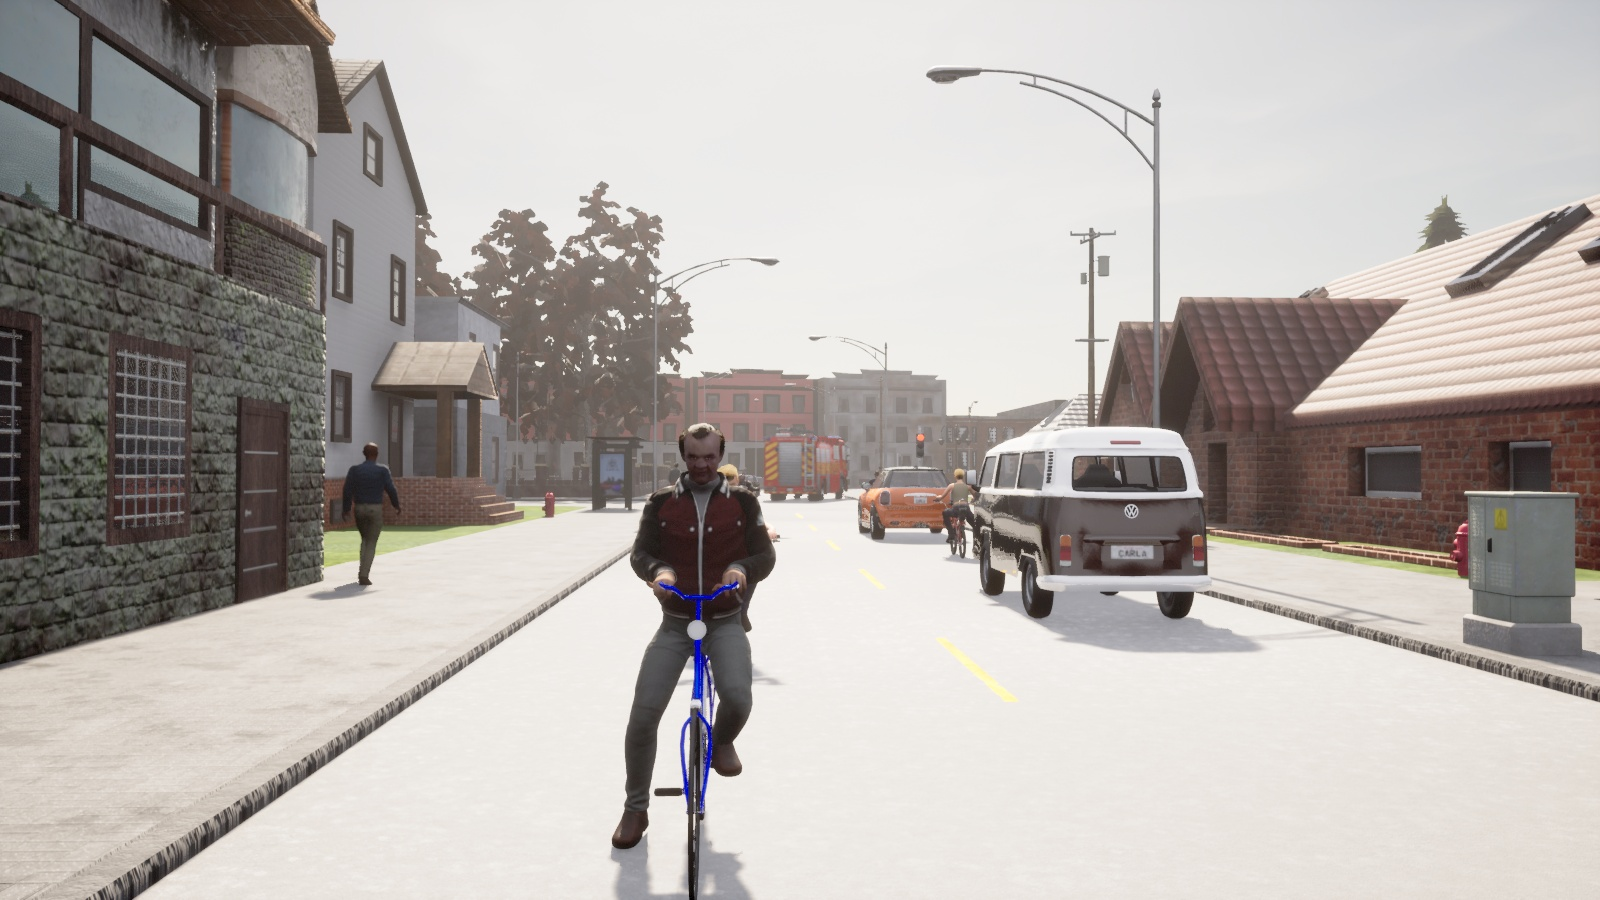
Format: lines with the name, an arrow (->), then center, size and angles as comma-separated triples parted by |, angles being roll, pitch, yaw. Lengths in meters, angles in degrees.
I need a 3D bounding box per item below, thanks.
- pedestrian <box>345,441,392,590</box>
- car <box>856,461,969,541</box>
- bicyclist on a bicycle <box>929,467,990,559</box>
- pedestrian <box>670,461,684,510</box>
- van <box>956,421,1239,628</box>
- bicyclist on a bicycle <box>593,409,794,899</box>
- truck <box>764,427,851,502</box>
pedestrian -> -5.444, 0.812, 15.864 | 0.370, 1.835, 0.726 | 0, -1, -3
car -> 2.603, 1.169, 30.248 | 2.097, 1.767, 4.553 | 0, -1, -3
bicyclist on a bicycle -> 2.899, 1.124, 22.953 | 0.866, 1.612, 1.509 | 0, -1, -2
pedestrian -> -4.656, 1.339, 47.498 | 0.353, 1.847, 0.614 | 0, -1, 13
van -> 3.239, 0.772, 14.712 | 2.069, 2.038, 4.480 | 0, -1, -2
bicyclist on a bicycle -> -0.398, 0.772, 5.058 | 0.659, 1.776, 1.843 | 0, -1, -3
truck -> 0.520, 0.799, 68.701 | 2.891, 3.827, 8.468 | 0, -1, 13
